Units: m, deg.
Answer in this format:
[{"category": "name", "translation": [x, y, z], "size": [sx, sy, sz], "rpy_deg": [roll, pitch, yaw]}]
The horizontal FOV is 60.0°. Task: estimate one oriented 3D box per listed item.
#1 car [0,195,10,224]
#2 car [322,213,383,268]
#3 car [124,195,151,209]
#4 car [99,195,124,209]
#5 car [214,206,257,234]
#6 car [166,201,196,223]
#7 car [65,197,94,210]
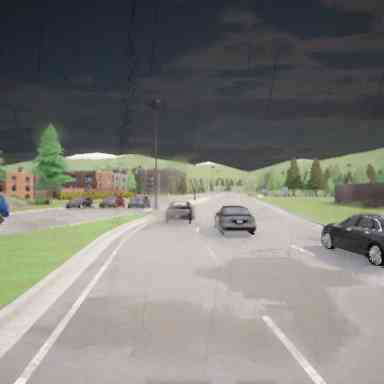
[{"category": "car", "translation": [-14.213, 1.167, 20.810], "size": [2.150, 2.045, 5.566], "rpy_deg": [0, 0, 17]}, {"category": "car", "translation": [6.169, 1.467, 11.237], "size": [1.837, 1.490, 4.892], "rpy_deg": [0, 0, -5]}, {"category": "car", "translation": [-6.831, 1.280, 43.252], "size": [2.097, 1.767, 4.553], "rpy_deg": [0, 0, 7]}, {"category": "car", "translation": [-10.352, 1.226, 43.344], "size": [2.097, 1.767, 4.553], "rpy_deg": [0, 0, 7]}, {"category": "car", "translation": [2.325, 1.490, 18.612], "size": [2.033, 1.411, 5.357], "rpy_deg": [0, 0, 0]}, {"category": "car", "translation": [-0.768, 1.418, 24.518], "size": [2.128, 1.511, 4.902], "rpy_deg": [0, 0, 4]}, {"category": "car", "translation": [-14.082, 1.390, 41.942], "size": [1.837, 1.490, 4.892], "rpy_deg": [0, 0, 8]}]
